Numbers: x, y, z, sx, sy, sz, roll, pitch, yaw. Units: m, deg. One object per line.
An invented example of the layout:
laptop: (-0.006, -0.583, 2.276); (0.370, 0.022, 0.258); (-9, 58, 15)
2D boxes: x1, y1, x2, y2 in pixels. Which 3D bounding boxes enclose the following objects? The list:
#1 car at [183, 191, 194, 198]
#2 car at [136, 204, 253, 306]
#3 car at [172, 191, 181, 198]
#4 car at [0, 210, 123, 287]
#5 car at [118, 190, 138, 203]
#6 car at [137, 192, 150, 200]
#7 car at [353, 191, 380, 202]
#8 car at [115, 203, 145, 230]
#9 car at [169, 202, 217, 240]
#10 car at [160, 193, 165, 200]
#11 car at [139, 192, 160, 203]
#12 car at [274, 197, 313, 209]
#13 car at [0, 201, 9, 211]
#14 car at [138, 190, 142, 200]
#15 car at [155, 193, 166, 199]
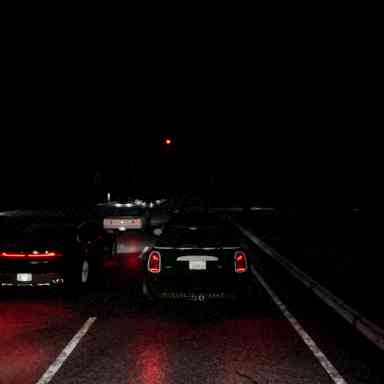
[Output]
car: (-0.571, 0.709, 86.123); (1.812, 1.442, 4.674); (0, 1, -4)
car: (0.098, 1.323, 8.118); (2.097, 1.767, 4.553); (0, 0, 0)
car: (-4.046, 0.693, 85.626); (1.837, 1.490, 4.892); (0, 1, -4)
car: (-3.403, 1.468, 9.175); (1.837, 1.490, 4.892); (0, 0, 0)
car: (-10.627, 0.929, 53.912); (2.097, 1.767, 4.553); (0, 0, 0)
car: (-10.638, 0.895, 73.577); (2.128, 1.511, 4.902); (0, 1, -1)
car: (21.927, 0.923, 39.732); (5.566, 2.045, 2.150); (0, 1, -3)
car: (-3.412, 1.487, 18.496); (1.895, 1.301, 4.718); (0, 0, 0)
car: (0.083, 1.388, 17.315); (2.128, 1.511, 4.902); (0, 0, 1)
car: (-7.088, 1.006, 66.130); (2.033, 1.411, 5.357); (0, 1, 1)
car: (-7.129, 1.106, 56.056); (2.033, 1.411, 5.357); (0, 1, 0)
car: (12.176, 1.307, 39.178); (4.718, 1.301, 1.895); (0, 1, -3)
car: (-21.305, 1.232, 33.623); (5.008, 1.535, 1.882); (0, 1, -5)
car: (-10.601, 0.710, 63.352); (2.150, 2.045, 5.566); (0, 1, 0)
car: (-7.204, 0.871, 76.550); (2.033, 1.411, 5.357); (0, 1, -1)
